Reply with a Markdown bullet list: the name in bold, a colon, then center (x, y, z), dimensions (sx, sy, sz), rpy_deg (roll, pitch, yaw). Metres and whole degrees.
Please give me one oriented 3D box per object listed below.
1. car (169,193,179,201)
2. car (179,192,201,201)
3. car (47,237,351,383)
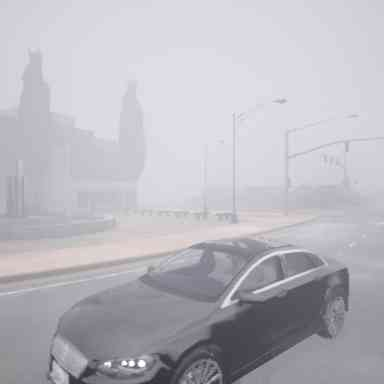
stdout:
- **car**: center (-2.795, 1.156, 77.198), dimensions (1.905, 1.878, 3.866), rpy_deg (0, 0, 36)
- **car**: center (-0.470, 1.395, 75.472), dimensions (1.970, 1.475, 3.806), rpy_deg (0, 0, 36)
- **car**: center (0.561, 1.491, 4.813), dimensions (4.902, 1.511, 2.128), rpy_deg (0, 0, -42)
